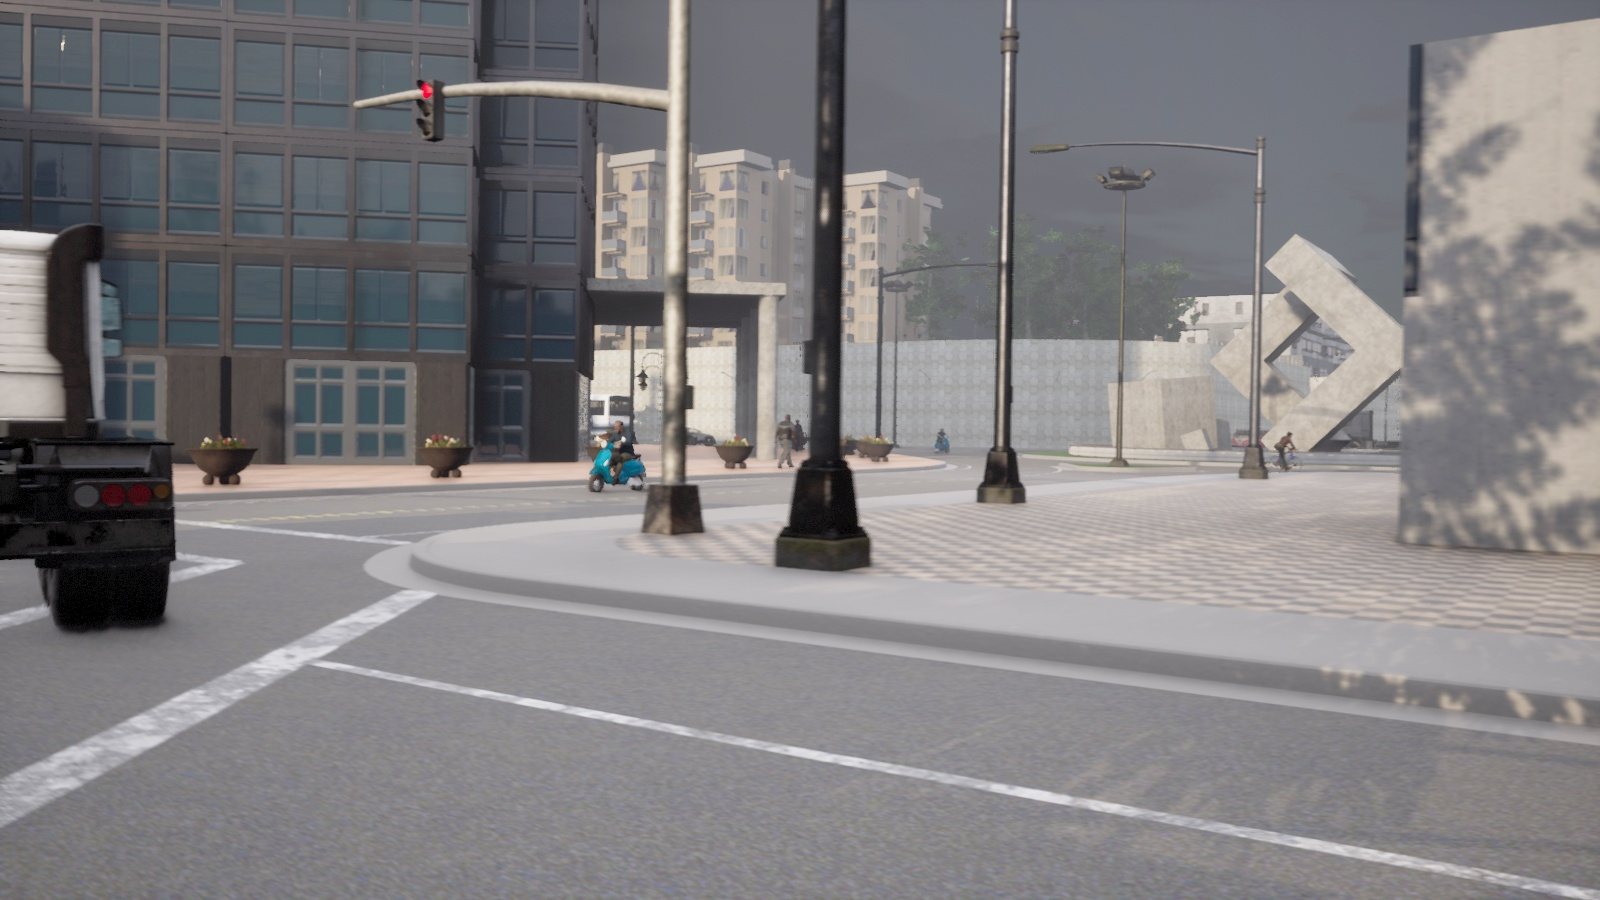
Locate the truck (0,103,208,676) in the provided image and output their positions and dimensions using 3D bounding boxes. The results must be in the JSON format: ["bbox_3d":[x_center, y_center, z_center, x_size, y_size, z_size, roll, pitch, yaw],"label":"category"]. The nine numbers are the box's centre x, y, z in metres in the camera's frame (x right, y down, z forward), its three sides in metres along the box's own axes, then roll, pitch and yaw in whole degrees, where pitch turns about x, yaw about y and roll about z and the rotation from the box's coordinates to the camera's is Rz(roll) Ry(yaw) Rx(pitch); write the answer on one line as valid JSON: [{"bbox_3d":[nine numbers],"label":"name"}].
[{"bbox_3d":[-7.306,-0.399,10.723,2.891,3.462,7.936,-1,1,-34],"label":"truck"}]

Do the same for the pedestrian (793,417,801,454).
[{"bbox_3d":[-0.142,-0.788,67.295,0.423,1.949,0.788,0,1,0],"label":"pedestrian"}]

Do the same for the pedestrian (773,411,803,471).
[{"bbox_3d":[-0.386,-0.300,40.192,0.563,1.883,0.849,1,1,34],"label":"pedestrian"}]

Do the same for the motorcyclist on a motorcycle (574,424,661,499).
[{"bbox_3d":[-3.989,0.223,27.571,0.866,1.590,1.817,1,1,34],"label":"motorcyclist on a motorcycle"}]

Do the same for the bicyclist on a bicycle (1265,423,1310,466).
[{"bbox_3d":[18.766,-0.208,48.362,1.656,1.620,0.582,0,2,-22],"label":"bicyclist on a bicycle"}]

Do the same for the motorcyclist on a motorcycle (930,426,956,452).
[{"bbox_3d":[8.790,-0.693,77.185,0.866,1.590,1.817,-1,1,-21],"label":"motorcyclist on a motorcycle"}]

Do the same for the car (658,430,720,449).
[{"bbox_3d":[-8.044,-0.775,90.542,4.181,1.385,1.994,1,1,36],"label":"car"}]
